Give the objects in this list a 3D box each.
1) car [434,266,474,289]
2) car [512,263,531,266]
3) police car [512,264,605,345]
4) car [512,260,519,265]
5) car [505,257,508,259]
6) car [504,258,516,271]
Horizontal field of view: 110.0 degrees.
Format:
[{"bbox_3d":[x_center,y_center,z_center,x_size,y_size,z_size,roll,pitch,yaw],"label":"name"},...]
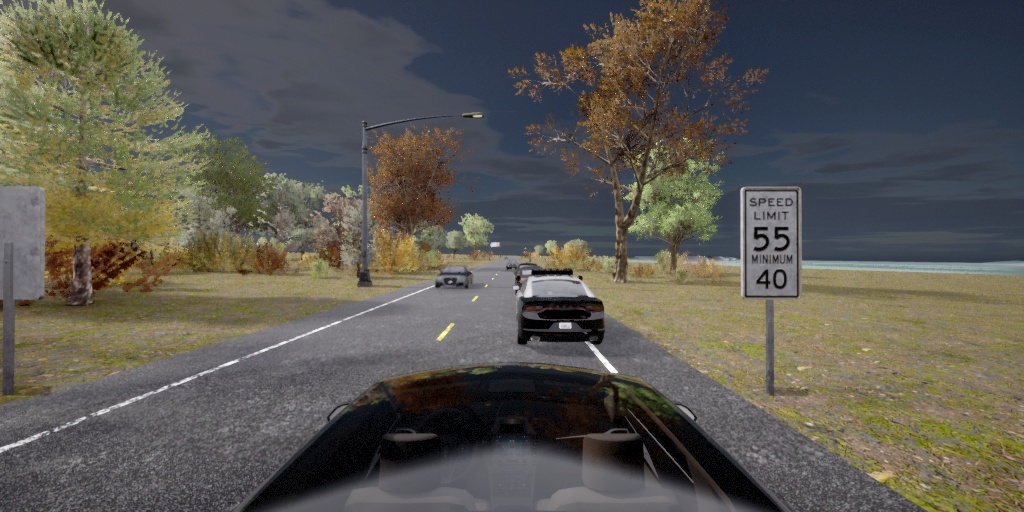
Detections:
[{"bbox_3d":[-3.563,1.313,22.728,1.994,1.385,4.181,0,0,0],"label":"car"},{"bbox_3d":[1.076,1.275,19.559,1.812,1.442,4.674,0,0,0],"label":"car"},{"bbox_3d":[1.057,1.175,9.674,1.930,1.638,5.238,0,0,0],"label":"police car"},{"bbox_3d":[1.096,1.254,25.558,1.837,1.490,4.892,0,0,0],"label":"car"},{"bbox_3d":[0.164,1.283,61.365,2.033,1.411,5.357,0,0,0],"label":"car"},{"bbox_3d":[0.160,1.343,49.589,1.895,1.301,4.718,0,0,1],"label":"car"}]
